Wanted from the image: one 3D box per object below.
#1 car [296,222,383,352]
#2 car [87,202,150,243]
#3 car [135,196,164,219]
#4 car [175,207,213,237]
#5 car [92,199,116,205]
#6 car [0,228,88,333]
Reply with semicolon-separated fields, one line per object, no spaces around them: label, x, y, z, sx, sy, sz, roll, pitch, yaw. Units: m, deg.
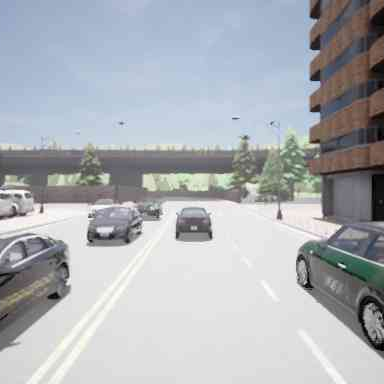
car;3.601;1.342;6.324;2.097;1.767;4.553;0;0;0
car;-3.542;1.464;15.979;2.128;1.511;4.902;0;0;1
car;-3.501;1.114;26.998;2.097;1.767;4.553;0;0;0
car;0.082;1.495;17.563;1.812;1.442;4.674;0;0;0
car;-7.001;1.283;26.969;1.812;1.442;4.674;0;0;0
car;-3.600;1.482;5.573;2.128;1.511;4.902;0;0;-1
